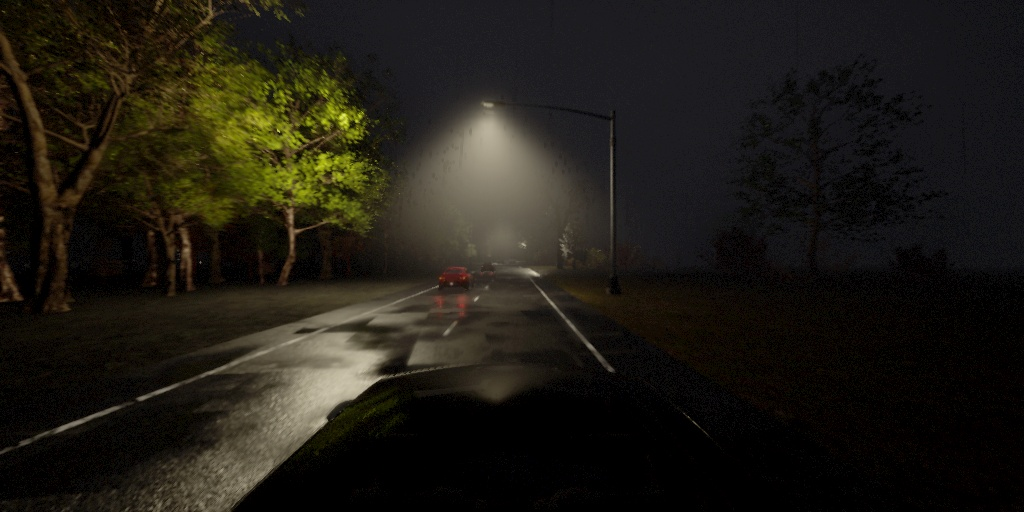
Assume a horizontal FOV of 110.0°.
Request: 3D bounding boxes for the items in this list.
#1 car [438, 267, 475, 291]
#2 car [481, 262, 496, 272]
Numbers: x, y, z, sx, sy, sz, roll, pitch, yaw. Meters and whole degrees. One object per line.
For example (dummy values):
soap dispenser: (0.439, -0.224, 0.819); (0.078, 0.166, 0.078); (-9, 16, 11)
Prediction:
car: (-3.483, 1.421, 22.960); (1.812, 1.442, 4.674); (0, 0, 0)
car: (-3.462, 1.589, 52.784); (1.812, 1.442, 4.674); (0, 0, 0)
